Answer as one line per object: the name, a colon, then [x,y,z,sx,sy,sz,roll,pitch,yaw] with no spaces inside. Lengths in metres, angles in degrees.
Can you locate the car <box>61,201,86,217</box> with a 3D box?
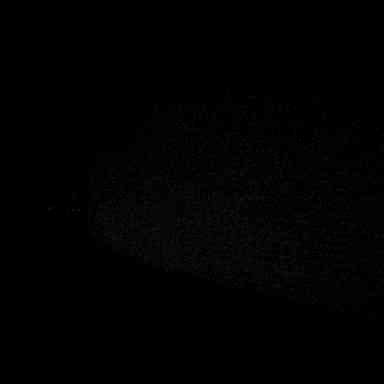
car: [-11.536,1.942,36.263,2.033,1.411,5.357,-1,-1,13]

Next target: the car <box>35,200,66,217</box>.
car: [-14.970,1.772,36.325,2.097,1.767,4.553,0,0,12]

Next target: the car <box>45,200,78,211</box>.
car: [-20.895,2.101,53.482,2.128,1.511,4.902,-1,-1,21]
